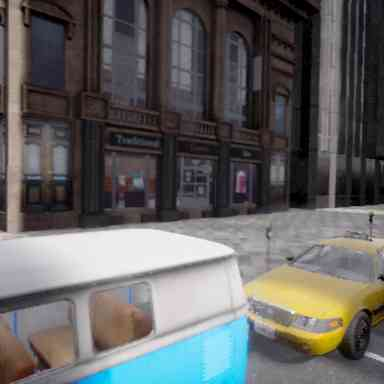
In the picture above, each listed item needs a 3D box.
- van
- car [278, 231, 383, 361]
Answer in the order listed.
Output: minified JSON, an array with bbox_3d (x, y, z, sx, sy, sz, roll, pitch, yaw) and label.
[{"bbox_3d":[-1.349,1.253,2.210,3.998,1.788,1.690,0,2,-41],"label":"van"},{"bbox_3d":[2.735,1.411,5.792,4.829,1.417,1.752,0,2,-41],"label":"car"}]
